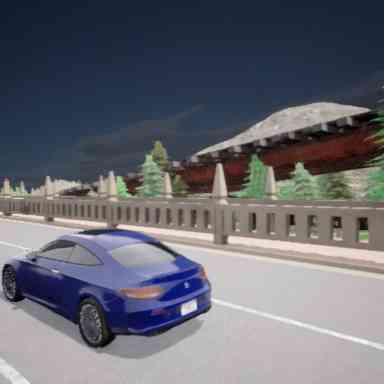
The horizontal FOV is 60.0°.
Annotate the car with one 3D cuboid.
[{"bbox_3d":[-1.775,1.401,6.075,4.674,1.442,1.812,0,2,41],"label":"car"}]
